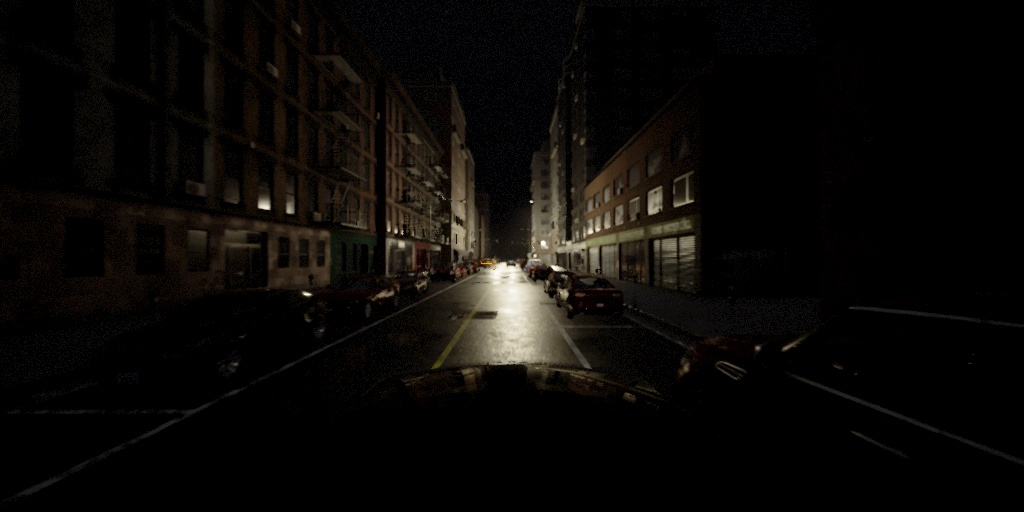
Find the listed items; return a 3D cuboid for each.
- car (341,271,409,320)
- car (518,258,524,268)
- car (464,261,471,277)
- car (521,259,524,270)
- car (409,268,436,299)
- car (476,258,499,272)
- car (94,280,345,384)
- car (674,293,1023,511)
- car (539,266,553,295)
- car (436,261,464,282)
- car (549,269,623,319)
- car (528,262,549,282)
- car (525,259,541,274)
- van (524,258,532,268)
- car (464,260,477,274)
[{"bbox_3d":[-5.409,1.358,12.892,1.888,1.381,4.507,0,0,0],"label":"car"},{"bbox_3d":[2.511,1.299,58.335,2.192,1.841,5.009,0,0,0],"label":"car"},{"bbox_3d":[-5.467,1.492,35.606,1.802,1.307,4.207,0,0,0],"label":"car"},{"bbox_3d":[2.538,1.488,46.978,2.007,1.370,4.403,0,0,0],"label":"car"},{"bbox_3d":[-5.423,1.419,18.571,1.802,1.307,4.207,0,0,0],"label":"car"},{"bbox_3d":[-2.843,1.027,42.914,1.882,1.535,5.008,0,0,0],"label":"car"},{"bbox_3d":[-5.395,1.354,7.214,1.948,1.339,4.313,0,0,0],"label":"car"},{"bbox_3d":[2.646,1.057,1.547,2.192,1.841,5.009,0,0,0],"label":"car"},{"bbox_3d":[2.606,1.399,18.583,1.802,1.307,4.207,0,0,0],"label":"car"},{"bbox_3d":[-5.452,1.326,29.928,1.967,1.591,4.097,0,0,0],"label":"car"},{"bbox_3d":[2.619,1.338,12.905,1.888,1.381,4.507,0,0,0],"label":"car"},{"bbox_3d":[2.578,1.411,29.942,1.888,1.381,4.507,0,0,0],"label":"car"},{"bbox_3d":[2.565,1.330,35.620,1.967,1.591,4.097,0,0,0],"label":"car"},{"bbox_3d":[2.551,1.255,41.299,1.690,1.789,3.998,0,0,0],"label":"van"},{"bbox_3d":[-5.481,1.500,41.284,1.948,1.339,4.313,0,0,0],"label":"car"}]
